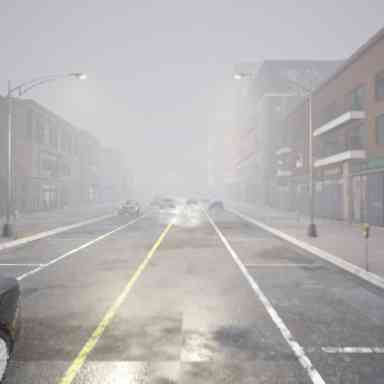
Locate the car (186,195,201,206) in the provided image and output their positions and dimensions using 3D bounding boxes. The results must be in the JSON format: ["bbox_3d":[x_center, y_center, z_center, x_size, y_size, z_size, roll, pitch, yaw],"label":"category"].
[{"bbox_3d":[0.004,1.578,56.046,1.994,1.385,4.181,0,0,0],"label":"car"}]

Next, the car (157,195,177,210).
[{"bbox_3d":[-3.078,1.534,43.028,1.812,1.442,4.674,0,0,0],"label":"car"}]

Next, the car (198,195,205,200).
[{"bbox_3d":[2.711,1.598,94.006,1.947,1.339,4.313,1,0,0],"label":"car"}]

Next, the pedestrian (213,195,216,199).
[{"bbox_3d":[3.003,1.303,44.310,0.375,1.860,0.375,1,-1,0],"label":"pedestrian"}]

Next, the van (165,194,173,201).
[{"bbox_3d":[-5.636,1.366,82.573,1.690,1.788,3.998,1,0,0],"label":"van"}]

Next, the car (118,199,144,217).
[{"bbox_3d":[-5.672,1.445,31.392,1.967,1.590,4.097,1,0,0],"label":"car"}]

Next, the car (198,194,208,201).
[{"bbox_3d":[2.714,1.341,82.632,2.192,1.841,5.009,1,0,0],"label":"car"}]

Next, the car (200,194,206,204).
[{"bbox_3d":[2.709,1.562,65.572,1.887,1.381,4.507,1,0,0],"label":"car"}]

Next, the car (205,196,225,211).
[{"bbox_3d":[3.003,1.535,41.456,1.812,1.442,4.674,0,0,0],"label":"car"}]

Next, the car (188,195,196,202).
[{"bbox_3d":[0.006,1.389,75.956,1.882,1.535,5.008,0,0,0],"label":"car"}]

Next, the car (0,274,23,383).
[{"bbox_3d":[-3.099,1.478,2.208,1.882,1.535,5.008,0,0,0],"label":"car"}]

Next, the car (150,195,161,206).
[{"bbox_3d":[-5.672,1.578,54.139,1.947,1.339,4.313,1,0,0],"label":"car"}]

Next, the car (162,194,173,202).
[{"bbox_3d":[-5.652,1.337,76.886,2.192,1.841,5.009,1,0,0],"label":"car"}]

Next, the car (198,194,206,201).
[{"bbox_3d":[2.713,1.469,88.319,1.967,1.590,4.097,1,0,0],"label":"car"}]
